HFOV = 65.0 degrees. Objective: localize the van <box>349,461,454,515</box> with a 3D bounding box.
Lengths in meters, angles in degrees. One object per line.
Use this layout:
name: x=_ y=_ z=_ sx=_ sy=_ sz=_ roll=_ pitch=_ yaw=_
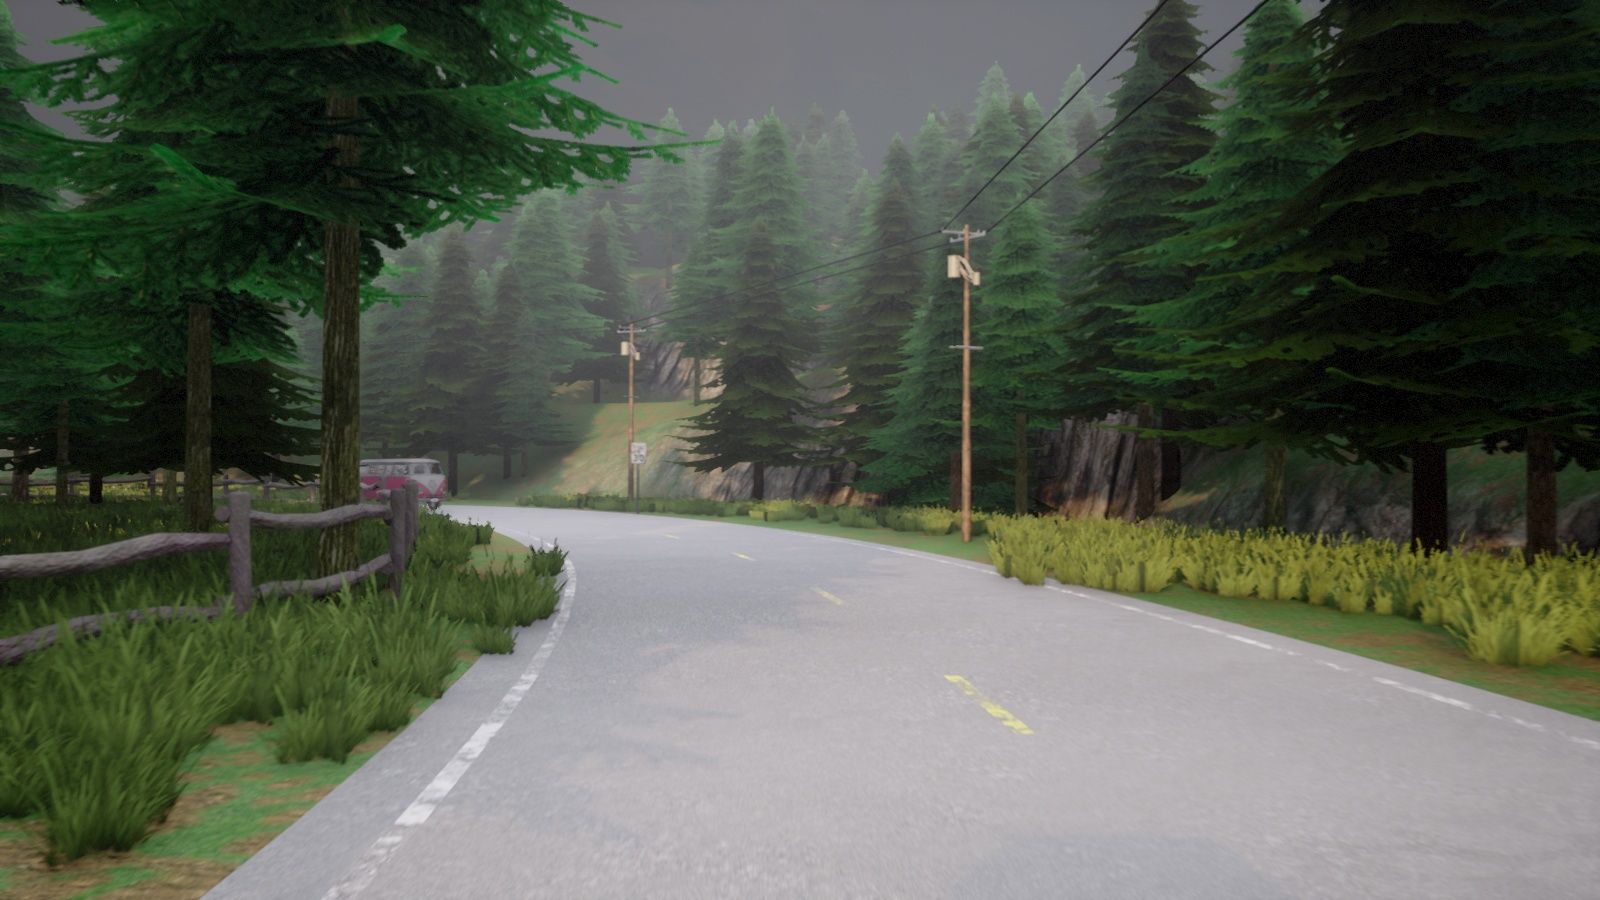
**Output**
van: x=-15.441 y=1.446 z=48.564 sx=4.442 sy=1.987 sz=1.775 roll=-1 pitch=-1 yaw=40
